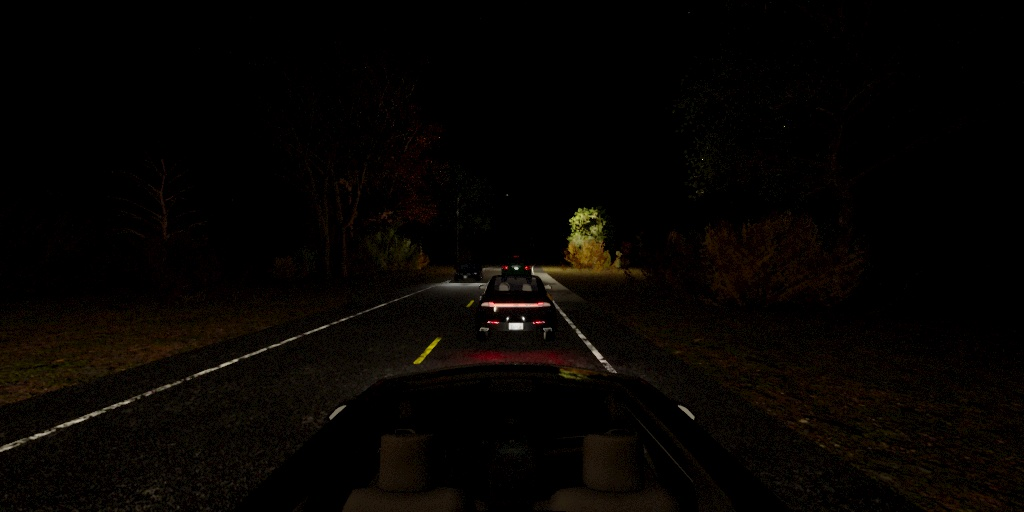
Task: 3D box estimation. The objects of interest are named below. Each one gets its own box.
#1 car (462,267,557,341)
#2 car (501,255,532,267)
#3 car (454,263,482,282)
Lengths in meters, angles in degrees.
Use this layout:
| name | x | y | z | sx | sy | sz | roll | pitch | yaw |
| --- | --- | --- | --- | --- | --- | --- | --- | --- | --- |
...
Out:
| name | x | y | z | sx | sy | sz | roll | pitch | yaw |
| --- | --- | --- | --- | --- | --- | --- | --- | --- | --- |
| car | 0.100 | 1.237 | 9.833 | 2.128 | 1.511 | 4.902 | 0 | 0 | 0 |
| car | 0.347 | 0.951 | 27.176 | 2.150 | 2.045 | 5.566 | 0 | 0 | 1 |
| car | -3.326 | 1.251 | 28.360 | 1.812 | 1.442 | 4.674 | 0 | 0 | 2 |
